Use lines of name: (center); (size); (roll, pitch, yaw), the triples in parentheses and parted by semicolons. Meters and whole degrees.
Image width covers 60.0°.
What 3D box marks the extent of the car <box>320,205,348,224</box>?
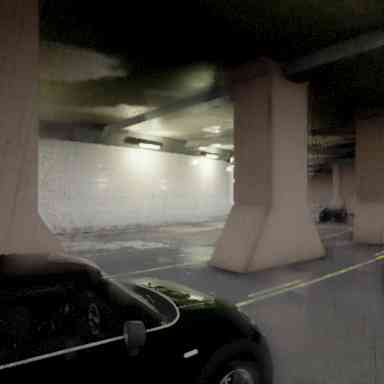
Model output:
car: (11.413, 1.745, 26.584); (1.895, 1.301, 4.718); (0, 0, 27)

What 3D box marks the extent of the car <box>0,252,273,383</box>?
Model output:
car: (-1.356, 1.370, 3.021); (4.553, 1.767, 2.097); (0, 0, -36)
